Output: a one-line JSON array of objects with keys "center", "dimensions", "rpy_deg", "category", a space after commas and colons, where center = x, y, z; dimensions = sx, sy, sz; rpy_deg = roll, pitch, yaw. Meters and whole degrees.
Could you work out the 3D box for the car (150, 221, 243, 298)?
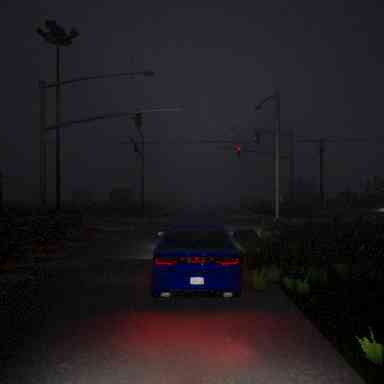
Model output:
[{"center": [0.101, 1.478, 8.582], "dimensions": [1.882, 1.535, 5.008], "rpy_deg": [0, 0, 0], "category": "car"}]
